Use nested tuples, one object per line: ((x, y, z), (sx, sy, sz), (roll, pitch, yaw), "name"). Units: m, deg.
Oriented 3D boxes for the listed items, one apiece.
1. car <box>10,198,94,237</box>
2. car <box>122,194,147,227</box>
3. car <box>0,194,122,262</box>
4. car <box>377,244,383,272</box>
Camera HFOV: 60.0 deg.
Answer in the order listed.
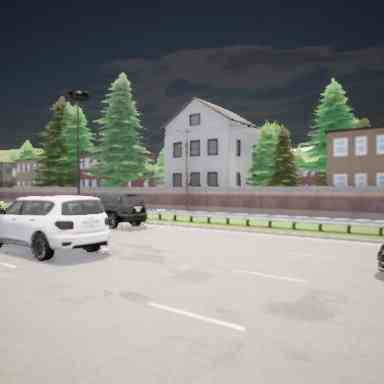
((-7.644, 1.246, 18.042), (4.553, 1.767, 2.097), (0, 0, 35), "car")
((-5.264, 1.118, 20.643), (5.566, 2.045, 2.150), (0, 0, 35), "car")
((-5.388, 1.149, 12.133), (5.566, 2.045, 2.150), (0, 0, 36), "car")
((7.025, 1.500, 7.578), (4.902, 1.511, 2.128), (0, 0, 36), "car")
